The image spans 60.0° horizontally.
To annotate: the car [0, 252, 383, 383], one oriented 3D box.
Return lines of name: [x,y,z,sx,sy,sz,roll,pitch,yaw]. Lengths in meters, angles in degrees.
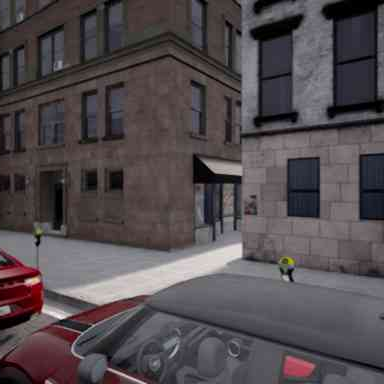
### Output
car: [0.147,1.440,2.702,4.097,1.590,1.967,0,0,35]

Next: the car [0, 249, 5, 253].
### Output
car: [-4.499,1.543,5.974,4.507,1.381,1.887,0,0,35]
